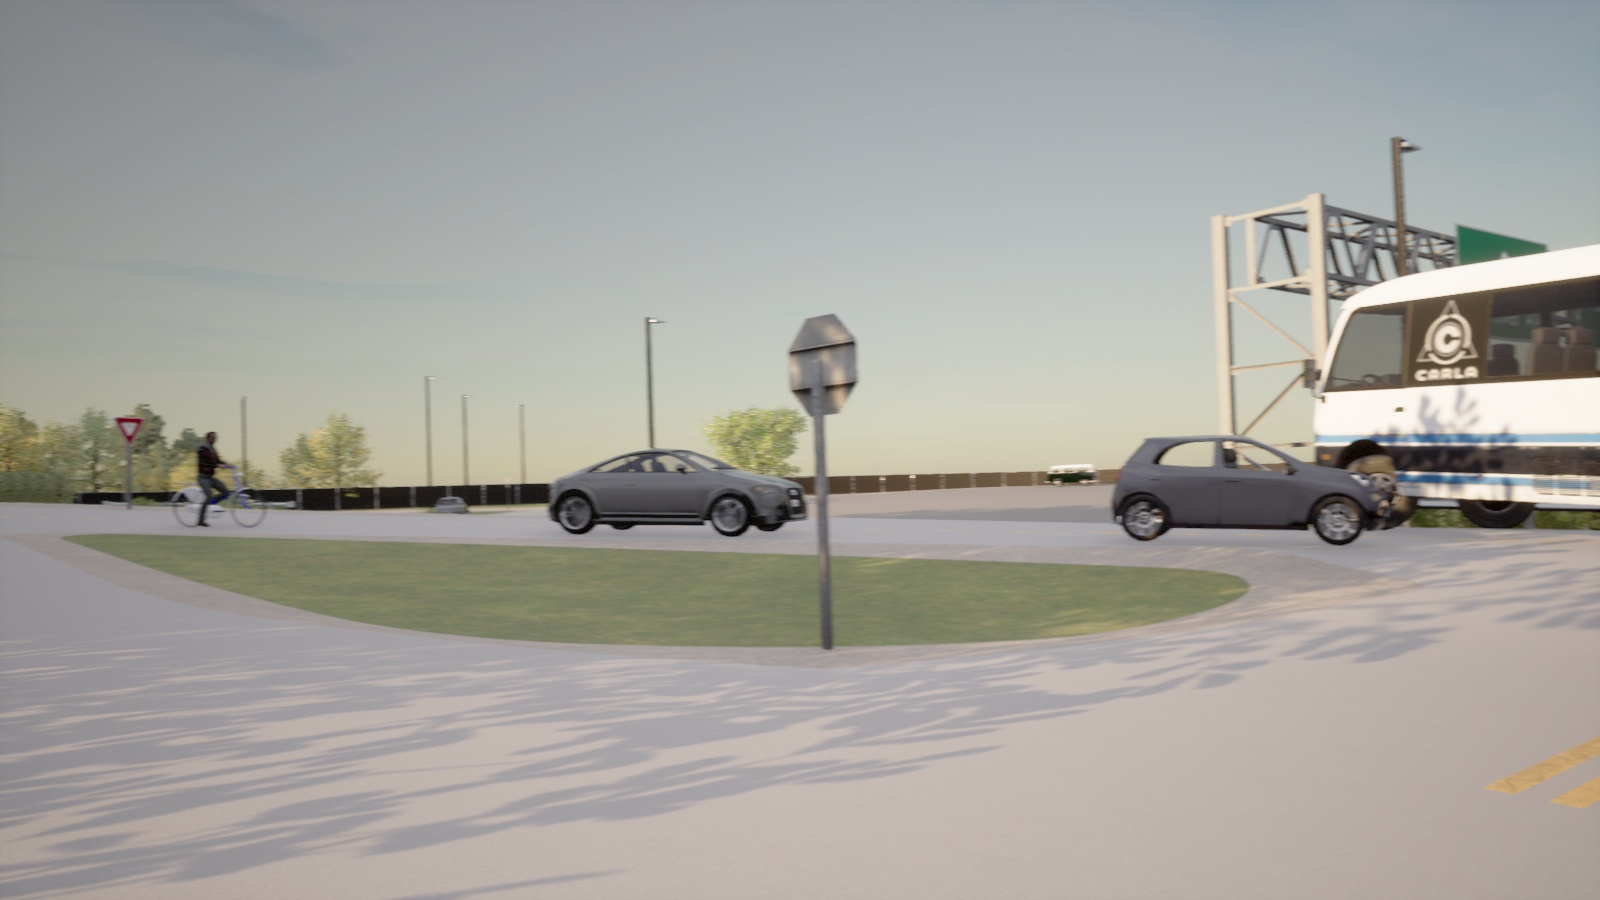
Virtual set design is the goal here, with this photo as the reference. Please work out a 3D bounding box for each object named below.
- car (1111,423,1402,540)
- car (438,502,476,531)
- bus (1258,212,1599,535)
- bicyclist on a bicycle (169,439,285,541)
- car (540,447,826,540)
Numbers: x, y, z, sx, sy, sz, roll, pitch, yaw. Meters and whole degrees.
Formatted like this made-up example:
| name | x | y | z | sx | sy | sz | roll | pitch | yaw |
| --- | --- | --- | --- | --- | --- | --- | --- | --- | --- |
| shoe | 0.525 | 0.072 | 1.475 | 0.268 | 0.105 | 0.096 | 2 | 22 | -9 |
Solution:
| name | x | y | z | sx | sy | sz | roll | pitch | yaw |
| --- | --- | --- | --- | --- | --- | --- | --- | --- | --- |
| car | 6.370 | 0.453 | 17.696 | 3.633 | 1.501 | 1.845 | -1 | -1 | 21 |
| car | -21.131 | 4.070 | 77.513 | 1.789 | 1.549 | 3.705 | -4 | -1 | -9 |
| bus | 11.927 | -1.049 | 18.620 | 3.944 | 4.253 | 10.273 | -1 | 0 | -19 |
| bicyclist on a bicycle | -10.435 | 0.730 | 22.902 | 1.843 | 1.776 | 0.659 | -2 | -1 | 9 |
| car | -1.875 | 0.708 | 20.521 | 4.181 | 1.385 | 1.994 | -1 | -1 | 17 |
